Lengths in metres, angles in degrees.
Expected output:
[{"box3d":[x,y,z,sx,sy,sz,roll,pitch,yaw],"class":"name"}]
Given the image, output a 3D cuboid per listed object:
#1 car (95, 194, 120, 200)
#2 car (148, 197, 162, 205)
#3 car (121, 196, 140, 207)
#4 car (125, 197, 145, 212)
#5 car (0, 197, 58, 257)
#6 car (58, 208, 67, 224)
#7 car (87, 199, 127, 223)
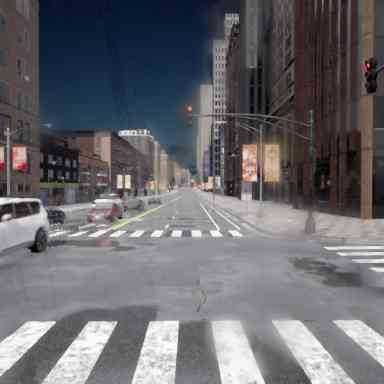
[{"box3d":[-9.842,1.229,38.824,2.150,2.045,5.566,0,0,0],"class":"car"},{"box3d":[-6.501,1.566,58.857,1.994,1.385,4.181,0,0,0],"class":"car"},{"box3d":[-9.800,1.496,53.527,2.128,1.511,4.902,0,0,0],"class":"car"},{"box3d":[-6.590,1.511,38.213,1.837,1.490,4.892,0,0,0],"class":"car"},{"box3d":[-6.596,1.220,10.716,2.150,2.045,5.566,0,0,0],"class":"car"},{"box3d":[-9.844,1.566,21.812,1.994,1.385,4.181,0,0,0],"class":"car"},{"box3d":[-6.599,1.529,25.626,1.812,1.442,4.674,0,0,0],"class":"car"}]
